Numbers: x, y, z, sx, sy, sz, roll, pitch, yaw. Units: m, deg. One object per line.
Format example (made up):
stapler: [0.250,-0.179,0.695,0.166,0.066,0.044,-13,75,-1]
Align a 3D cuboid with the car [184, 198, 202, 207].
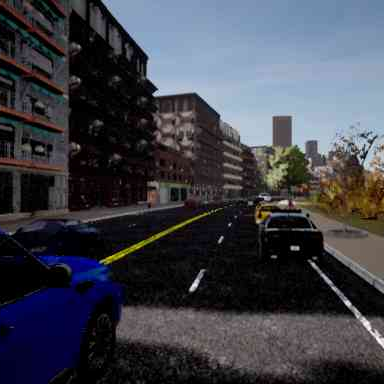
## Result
car: [0.144,1.620,50.659,1.895,1.301,4.718,0,0,14]

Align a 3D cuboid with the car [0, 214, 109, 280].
car: [-4.504,1.561,10.750,1.994,1.385,4.181,0,0,10]

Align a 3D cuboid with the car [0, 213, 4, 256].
car: [-8.004,1.502,9.555,1.837,1.490,4.892,0,0,10]

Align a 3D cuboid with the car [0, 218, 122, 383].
car: [-2.416,1.221,2.432,2.150,2.045,5.566,0,0,10]

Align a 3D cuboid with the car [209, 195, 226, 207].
car: [4.158,1.374,53.248,2.097,1.767,4.553,0,0,15]

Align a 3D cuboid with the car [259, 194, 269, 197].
car: [10.350,1.522,50.789,1.837,1.490,4.892,0,0,15]

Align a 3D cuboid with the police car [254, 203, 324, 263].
police car: [3.411,1.423,12.173,1.930,1.638,5.238,0,0,10]

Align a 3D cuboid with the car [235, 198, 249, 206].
car: [8.612,1.631,56.828,1.895,1.301,4.718,0,0,15]

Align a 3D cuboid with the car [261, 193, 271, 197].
car: [14.579,1.278,66.646,2.150,2.045,5.566,0,0,17]

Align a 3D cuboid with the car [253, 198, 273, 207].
car: [5.099,1.452,22.054,1.801,1.575,5.366,0,0,10]
